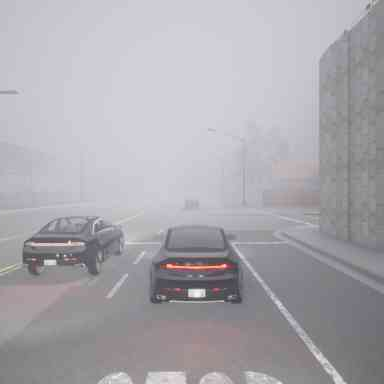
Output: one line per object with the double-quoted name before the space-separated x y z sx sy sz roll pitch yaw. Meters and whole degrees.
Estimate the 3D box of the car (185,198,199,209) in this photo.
"car" -0.013 1.491 44.174 2.128 1.511 4.902 0 0 0

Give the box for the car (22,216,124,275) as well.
"car" -3.426 1.491 10.450 2.128 1.511 4.902 0 0 0

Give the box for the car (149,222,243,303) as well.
"car" 0.080 1.505 8.181 1.837 1.490 4.892 0 0 0
